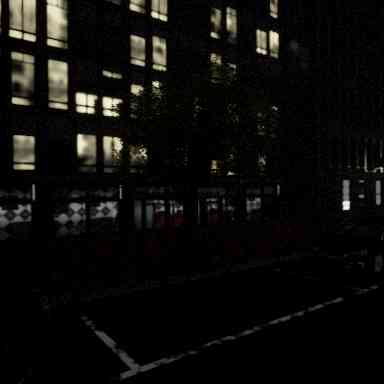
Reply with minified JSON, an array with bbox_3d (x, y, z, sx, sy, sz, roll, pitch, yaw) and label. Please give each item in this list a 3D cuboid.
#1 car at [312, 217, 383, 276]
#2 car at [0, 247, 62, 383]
[{"bbox_3d":[5.374,1.464,9.930,4.403,1.369,2.008,-1,0,-35],"label":"car"},{"bbox_3d":[-3.679,1.449,3.477,4.097,1.590,1.967,-1,0,-35],"label":"car"}]
